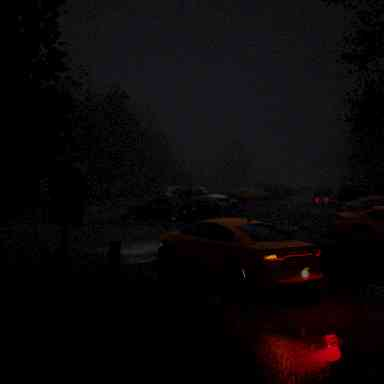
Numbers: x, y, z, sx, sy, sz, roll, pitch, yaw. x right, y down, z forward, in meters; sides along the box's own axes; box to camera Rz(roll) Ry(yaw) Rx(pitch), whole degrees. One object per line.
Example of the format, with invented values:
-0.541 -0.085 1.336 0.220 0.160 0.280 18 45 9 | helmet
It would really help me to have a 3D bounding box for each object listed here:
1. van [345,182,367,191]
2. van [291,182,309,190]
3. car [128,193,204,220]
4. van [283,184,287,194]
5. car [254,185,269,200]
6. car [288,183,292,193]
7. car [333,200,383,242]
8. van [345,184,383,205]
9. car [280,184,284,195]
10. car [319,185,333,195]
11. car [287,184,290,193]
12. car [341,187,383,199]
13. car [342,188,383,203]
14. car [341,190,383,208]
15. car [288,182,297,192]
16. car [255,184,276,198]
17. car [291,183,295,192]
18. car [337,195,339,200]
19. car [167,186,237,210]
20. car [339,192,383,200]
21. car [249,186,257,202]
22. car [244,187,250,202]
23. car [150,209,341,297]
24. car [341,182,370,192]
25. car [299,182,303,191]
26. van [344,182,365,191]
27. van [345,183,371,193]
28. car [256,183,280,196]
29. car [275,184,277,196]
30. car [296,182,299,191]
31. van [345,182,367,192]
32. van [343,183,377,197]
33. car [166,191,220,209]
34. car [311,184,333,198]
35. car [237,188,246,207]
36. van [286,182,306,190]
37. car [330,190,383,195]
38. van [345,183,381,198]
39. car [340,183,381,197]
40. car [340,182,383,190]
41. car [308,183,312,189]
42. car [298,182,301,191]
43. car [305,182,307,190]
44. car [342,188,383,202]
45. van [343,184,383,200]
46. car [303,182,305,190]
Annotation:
37.784 -1.236 76.903 4.442 1.987 1.878 1 2 25 | van
29.218 -1.627 90.140 4.442 1.987 1.878 1 1 25 | van
-1.991 1.067 22.072 4.792 1.488 2.163 1 3 25 | car
12.048 -0.416 52.238 4.442 1.987 1.878 1 2 25 | van
6.032 0.263 39.887 5.366 1.575 1.946 1 3 25 | car
14.234 -0.334 57.350 4.792 1.488 2.163 1 2 25 | car
8.811 1.343 14.200 5.008 1.535 2.097 1 3 25 | car
18.174 0.248 34.256 4.442 1.987 1.878 1 3 25 | van
10.809 -0.077 49.762 4.792 1.488 2.163 1 2 25 | car
22.854 -0.329 56.543 1.882 1.535 5.008 1 2 25 | car
13.075 -0.248 54.829 4.792 1.488 2.163 1 2 25 | car
22.645 0.096 44.253 5.008 1.535 2.097 1 2 25 | car
19.252 0.398 36.819 4.792 1.488 2.163 1 3 25 | car
16.834 0.612 31.700 4.792 1.488 2.163 1 3 25 | car
16.411 -0.540 62.457 5.366 1.575 1.946 1 2 25 | car
7.477 0.170 42.141 5.366 1.575 1.946 1 3 25 | car
15.393 -0.419 59.871 4.792 1.488 2.163 1 2 25 | car
11.051 1.159 19.128 4.792 1.488 2.163 1 3 25 | car
0.380 0.569 27.076 5.566 2.045 2.435 1 3 25 | car
10.001 1.109 16.695 4.553 1.767 2.185 1 3 25 | car
3.663 0.485 34.737 5.366 1.575 1.946 1 3 25 | car
2.679 0.601 32.137 4.892 1.521 2.231 1 3 25 | car
0.886 1.394 8.462 1.882 1.535 5.008 2 -1 -31 | car
35.391 -1.097 72.045 5.566 2.045 2.435 1 2 25 | car
19.888 -0.796 70.020 5.366 1.575 1.946 1 2 25 | car
38.784 -1.329 79.637 4.442 1.987 1.878 1 2 25 | van
32.052 -0.814 64.438 4.442 1.987 1.878 1 2 25 | van
9.653 -0.144 47.237 4.553 1.767 2.185 1 2 25 | car
8.459 0.074 44.734 4.892 1.521 2.231 1 3 25 | car
17.744 -0.618 64.898 4.892 1.521 2.231 1 2 25 | car
36.679 -1.155 74.501 4.442 1.987 1.878 1 2 25 | van
24.848 -0.302 49.328 4.442 1.987 1.878 1 2 25 | van
-0.800 0.929 24.577 5.008 1.535 2.097 1 3 25 | car
18.554 0.002 47.193 2.128 1.511 4.902 1 2 25 | car
1.682 0.710 29.542 5.366 1.575 1.946 1 3 25 | car
25.747 -1.445 82.589 4.442 1.987 1.878 1 2 25 | van
13.222 0.905 24.222 5.366 1.575 1.946 1 3 25 | car
23.903 -0.213 46.714 4.442 1.987 1.878 1 2 25 | van
26.085 -0.411 51.805 5.566 2.045 2.435 1 2 25 | car
15.729 0.442 29.151 5.566 2.045 2.435 1 3 25 | car
27.038 -1.553 85.049 5.566 2.045 2.435 1 2 25 | car
18.892 -0.704 67.424 4.892 1.521 2.231 1 2 25 | car
23.529 -1.047 77.509 5.008 1.535 2.097 1 2 25 | car
20.354 0.305 39.216 4.792 1.488 2.163 1 2 25 | car
21.379 -0.043 41.763 4.442 1.987 1.878 1 2 24 | van
22.347 -1.087 74.994 4.553 1.767 2.185 1 2 25 | car
